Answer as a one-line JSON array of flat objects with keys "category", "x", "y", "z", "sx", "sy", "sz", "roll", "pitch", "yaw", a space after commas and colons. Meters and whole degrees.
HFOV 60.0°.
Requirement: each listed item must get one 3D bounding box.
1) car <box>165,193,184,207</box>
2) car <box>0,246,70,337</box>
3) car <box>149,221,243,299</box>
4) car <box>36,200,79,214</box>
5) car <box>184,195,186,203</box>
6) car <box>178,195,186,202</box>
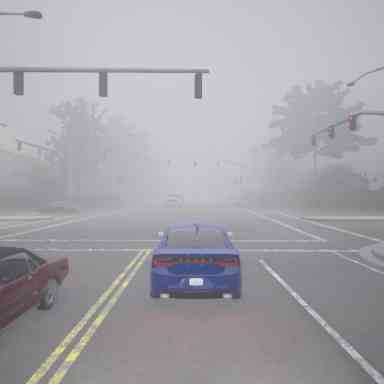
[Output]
[{"category": "car", "x": -2.791, "y": 1.220, "z": 50.394, "sx": 2.150, "sy": 2.045, "sz": 5.566, "roll": 0, "pitch": 0, "yaw": 0}, {"category": "car", "x": -3.595, "y": 1.601, "z": 5.029, "sx": 1.895, "sy": 1.301, "sz": 4.718, "roll": 0, "pitch": 0, "yaw": 0}, {"category": "car", "x": 0.086, "y": 1.478, "z": 8.515, "sx": 1.882, "sy": 1.535, "sz": 5.008, "roll": 0, "pitch": 0, "yaw": 0}, {"category": "car", "x": -14.157, "y": 1.564, "z": 35.166, "sx": 4.181, "sy": 1.385, "sz": 1.994, "roll": 0, "pitch": 0, "yaw": 0}, {"category": "car", "x": -2.530, "y": 1.222, "z": 69.255, "sx": 2.150, "sy": 2.045, "sz": 5.566, "roll": 0, "pitch": 0, "yaw": 0}, {"category": "car", "x": -2.433, "y": 1.524, "z": 80.558, "sx": 1.812, "sy": 1.442, "sz": 4.674, "roll": 0, "pitch": 0, "yaw": 0}]
